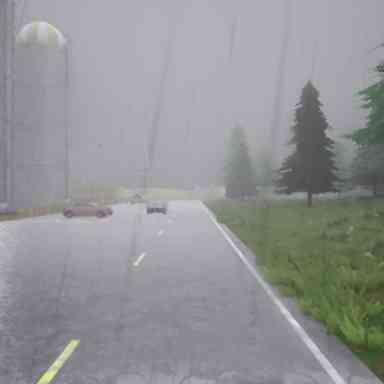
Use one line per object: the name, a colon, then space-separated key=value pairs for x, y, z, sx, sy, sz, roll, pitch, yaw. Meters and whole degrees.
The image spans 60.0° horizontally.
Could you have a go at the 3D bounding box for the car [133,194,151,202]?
car: x=-11.906 y=1.376 z=79.072 sx=3.866 sy=1.878 sz=1.905 roll=0 pitch=0 yaw=-31

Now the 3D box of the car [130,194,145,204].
car: x=-9.549 y=1.498 z=62.226 sx=3.988 sy=1.617 sz=1.851 roll=0 pitch=0 yaw=-1

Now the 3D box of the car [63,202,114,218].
car: x=-9.061 y=1.557 z=29.217 sx=4.181 sy=1.381 sz=1.994 roll=0 pitch=0 yaw=-1

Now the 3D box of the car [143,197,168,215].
car: x=-3.504 y=1.523 z=34.126 sx=1.882 sy=1.535 sz=5.008 roll=0 pitch=0 yaw=0
